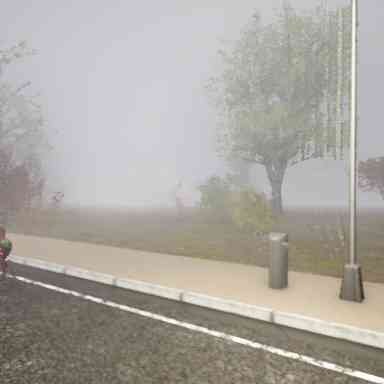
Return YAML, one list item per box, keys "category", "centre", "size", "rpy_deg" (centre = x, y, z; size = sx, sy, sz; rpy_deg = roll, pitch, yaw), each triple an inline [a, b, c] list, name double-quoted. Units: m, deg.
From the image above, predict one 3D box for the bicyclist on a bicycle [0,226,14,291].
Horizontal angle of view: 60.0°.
- category: "bicyclist on a bicycle"
  centre: [-4.639, 1.460, 7.870]
  size: [1.656, 1.620, 0.582]
  rpy_deg: [0, 0, 35]
